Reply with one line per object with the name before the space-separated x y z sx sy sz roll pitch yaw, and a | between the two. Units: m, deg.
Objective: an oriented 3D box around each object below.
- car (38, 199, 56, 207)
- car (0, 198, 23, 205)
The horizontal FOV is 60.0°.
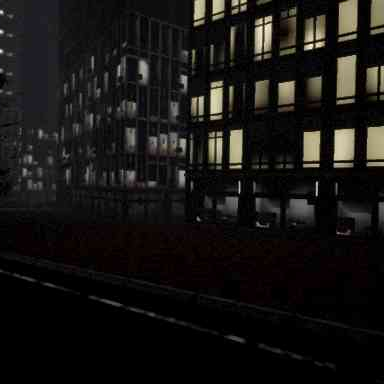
car | -24.658 1.982 58.504 4.507 1.381 1.887 1 1 -34
car | -33.784 1.744 61.806 4.403 1.369 2.008 1 1 -34
